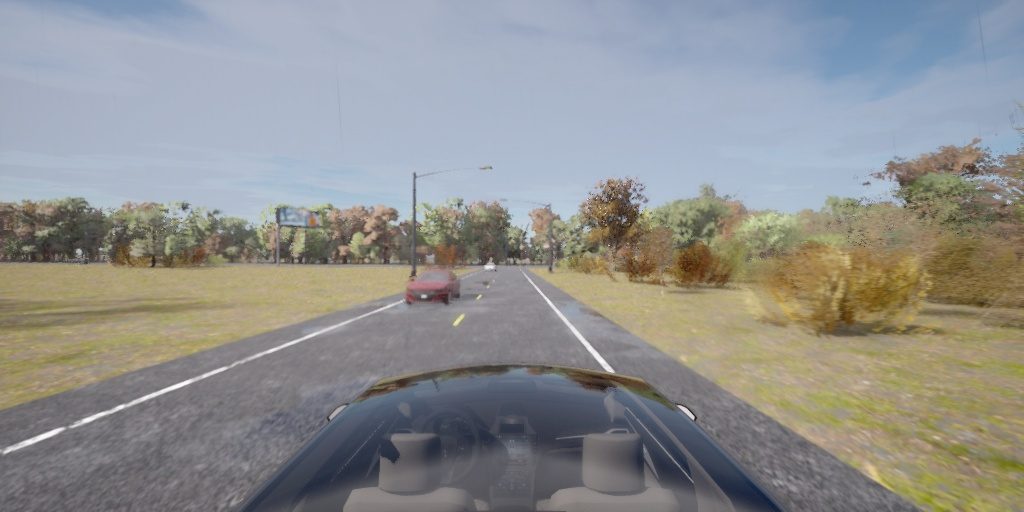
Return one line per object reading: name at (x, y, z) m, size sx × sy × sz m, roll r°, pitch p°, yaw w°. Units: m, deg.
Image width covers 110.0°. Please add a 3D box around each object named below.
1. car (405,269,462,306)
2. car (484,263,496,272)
car at (-3.601, 1.400, 17.163) m, size 1.882 × 1.535 × 5.008 m, roll 0°, pitch -1°, yaw 0°
car at (-3.555, 1.881, 59.141) m, size 1.812 × 1.442 × 4.674 m, roll 0°, pitch -1°, yaw 1°
